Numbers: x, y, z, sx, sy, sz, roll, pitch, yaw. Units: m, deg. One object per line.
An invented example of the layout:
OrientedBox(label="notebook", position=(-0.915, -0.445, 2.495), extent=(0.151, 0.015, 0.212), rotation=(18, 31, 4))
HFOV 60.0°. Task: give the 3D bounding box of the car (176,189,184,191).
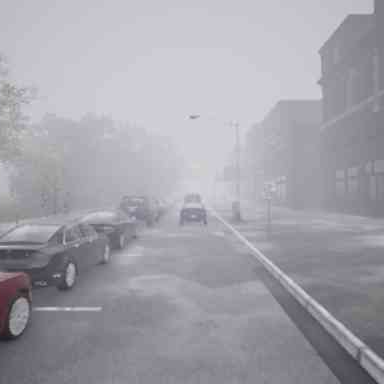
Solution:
OrientedBox(label="car", position=(-3.634, 0.799, 78.550), extent=(1.946, 1.575, 5.366), rotation=(1, 3, 2))

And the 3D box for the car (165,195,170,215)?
OrientedBox(label="car", position=(-3.654, 1.366, 31.287), extent=(2.185, 1.767, 4.553), rotation=(0, 0, 2))

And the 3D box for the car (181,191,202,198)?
OrientedBox(label="car", position=(0.098, 1.212, 42.915), extent=(2.150, 2.045, 5.566), rotation=(0, 0, 0))

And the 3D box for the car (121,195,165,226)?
OrientedBox(label="car", position=(-3.652, 1.238, 23.633), extent=(2.435, 2.045, 5.566), rotation=(0, 0, 2))

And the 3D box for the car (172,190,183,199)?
OrientedBox(label="car", position=(-3.631, 1.076, 67.532), extent=(2.185, 1.767, 4.553), rotation=(2, 2, 2))

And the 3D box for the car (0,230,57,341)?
OrientedBox(label="car", position=(-3.652, 1.518, 3.582), extent=(2.097, 1.535, 5.008), rotation=(0, 0, 2))

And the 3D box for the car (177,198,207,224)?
OrientedBox(label="car", position=(0.103, 1.486, 24.771), extent=(1.882, 1.535, 5.008), rotation=(0, 0, 0))

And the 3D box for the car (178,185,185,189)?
OrientedBox(label="car", position=(-3.659, -0.231, 95.395), extent=(2.185, 1.767, 4.553), rotation=(0, 4, 2))

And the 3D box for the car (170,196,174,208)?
OrientedBox(label="car", position=(-3.664, 1.541, 36.891), extent=(2.163, 1.488, 4.792), rotation=(-1, 0, 2))

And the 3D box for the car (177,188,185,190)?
OrientedBox(label="car", position=(-3.638, 0.544, 84.284), extent=(2.231, 1.521, 4.892), rotation=(1, 3, 2))

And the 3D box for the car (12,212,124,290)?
OrientedBox(label="car", position=(-3.652, 1.524, 9.138), extent=(2.231, 1.521, 4.892), rotation=(0, -1, 2))

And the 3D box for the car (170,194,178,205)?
OrientedBox(label="car", position=(-3.646, 1.458, 48.138), extent=(1.946, 1.575, 5.366), rotation=(0, 1, 2))

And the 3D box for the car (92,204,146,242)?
OrientedBox(label="car", position=(-3.652, 1.509, 14.680), extent=(2.097, 1.535, 5.008), rotation=(0, 0, 2))
